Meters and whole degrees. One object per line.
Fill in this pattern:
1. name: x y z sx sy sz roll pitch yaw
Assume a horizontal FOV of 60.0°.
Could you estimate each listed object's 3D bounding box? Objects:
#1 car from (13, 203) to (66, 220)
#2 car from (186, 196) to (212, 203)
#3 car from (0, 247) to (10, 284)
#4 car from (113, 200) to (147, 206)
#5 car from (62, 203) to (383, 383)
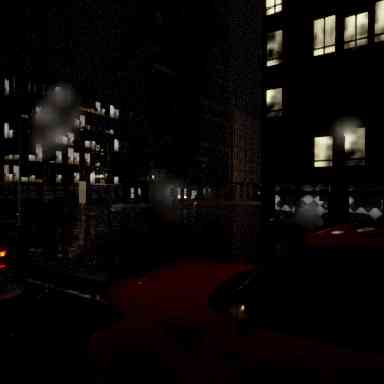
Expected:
1. car: -12.938 1.617 28.544 1.994 1.385 4.181 1 0 37
2. car: 0.951 1.515 47.213 2.097 1.767 4.553 1 0 37
3. car: -6.253 1.522 8.125 4.674 1.442 1.812 0 0 35
4. car: -6.857 1.626 36.737 1.812 1.442 4.674 1 0 37
5. car: 1.650 1.221 2.509 5.566 2.045 2.150 0 0 35
